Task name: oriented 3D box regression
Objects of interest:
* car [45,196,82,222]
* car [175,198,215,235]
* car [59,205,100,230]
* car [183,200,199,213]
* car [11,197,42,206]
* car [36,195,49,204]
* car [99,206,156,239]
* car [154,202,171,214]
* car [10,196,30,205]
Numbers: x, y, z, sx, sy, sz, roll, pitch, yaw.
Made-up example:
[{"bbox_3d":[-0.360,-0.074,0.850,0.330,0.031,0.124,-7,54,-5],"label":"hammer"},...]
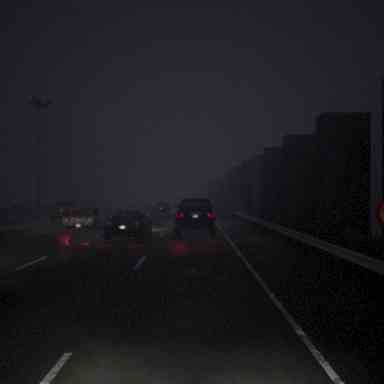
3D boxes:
[{"bbox_3d":[-10.363,1.512,28.471,2.097,1.767,4.553,0,0,-1],"label":"car"},{"bbox_3d":[0.182,1.350,19.849,2.150,2.045,5.566,0,0,0],"label":"car"},{"bbox_3d":[-6.817,1.729,22.142,1.895,1.301,4.718,0,0,0],"label":"car"},{"bbox_3d":[-0.147,1.771,41.520,1.837,1.490,4.892,0,0,-2],"label":"car"},{"bbox_3d":[-25.183,1.817,50.368,2.033,1.411,5.357,0,0,-3],"label":"car"},{"bbox_3d":[-30.840,1.594,68.231,2.150,2.045,5.566,0,0,-10],"label":"car"},{"bbox_3d":[-3.326,1.672,17.955,1.994,1.385,4.181,0,0,0],"label":"car"},{"bbox_3d":[-3.579,1.807,39.182,1.994,1.385,4.181,0,0,-2],"label":"car"},{"bbox_3d":[-33.961,1.705,65.814,2.097,1.767,4.553,0,0,-10],"label":"car"}]
